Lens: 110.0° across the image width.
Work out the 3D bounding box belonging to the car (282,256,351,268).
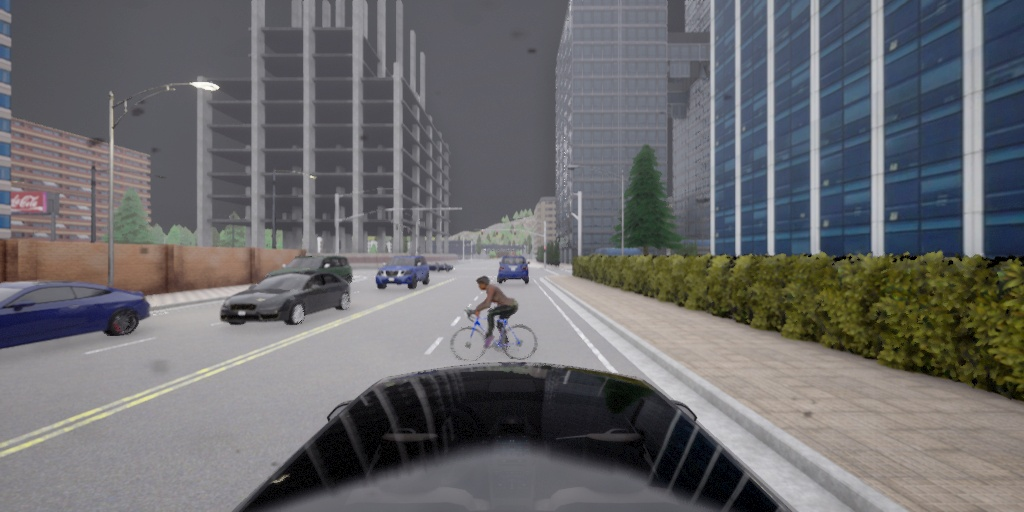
[{"bbox_3d":[-10.497,0.998,19.062,2.150,2.045,5.566,0,0,0],"label":"car"}]

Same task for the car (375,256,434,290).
[{"bbox_3d":[-6.922,1.004,23.358,2.150,2.045,5.566,0,0,0],"label":"car"}]

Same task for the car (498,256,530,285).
[{"bbox_3d":[0.176,1.009,27.046,2.150,2.045,5.566,0,0,2],"label":"car"}]

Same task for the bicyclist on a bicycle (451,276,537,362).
[{"bbox_3d":[-0.361,1.206,6.795,1.656,1.620,0.582,-2,0,0],"label":"bicyclist on a bicycle"}]

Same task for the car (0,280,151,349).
[{"bbox_3d":[-10.578,1.283,7.669,1.812,1.442,4.674,0,0,0],"label":"car"}]

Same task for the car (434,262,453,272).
[{"bbox_3d":[-9.739,1.415,45.845,4.718,1.301,1.895,0,0,38],"label":"car"}]

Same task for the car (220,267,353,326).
[{"bbox_3d":[-7.059,1.271,11.821,1.837,1.490,4.892,0,-1,0],"label":"car"}]
